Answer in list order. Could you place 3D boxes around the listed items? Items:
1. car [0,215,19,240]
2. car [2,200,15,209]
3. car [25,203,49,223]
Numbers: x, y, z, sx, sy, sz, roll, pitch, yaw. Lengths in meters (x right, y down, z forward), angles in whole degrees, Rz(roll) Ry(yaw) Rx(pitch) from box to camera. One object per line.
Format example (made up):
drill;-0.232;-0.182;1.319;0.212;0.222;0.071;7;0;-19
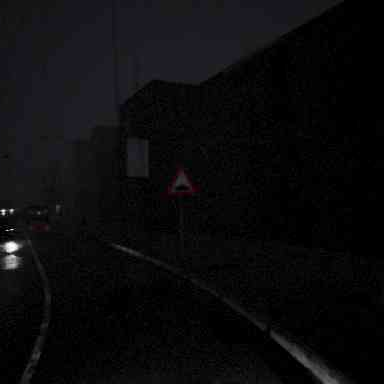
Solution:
car;-12.570;2.320;21.730;1.837;1.490;4.892;-1;-1;-28
car;-31.775;2.113;57.599;2.033;1.411;5.357;-1;2;-28
car;-17.538;2.300;37.713;2.150;2.045;5.566;-1;1;-28
